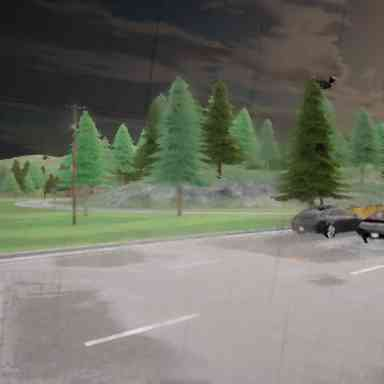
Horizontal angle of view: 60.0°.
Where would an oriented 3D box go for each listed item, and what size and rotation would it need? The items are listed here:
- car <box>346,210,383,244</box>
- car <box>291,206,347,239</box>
[{"bbox_3d":[9.255,1.501,14.628,4.902,1.511,2.128,0,0,-35],"label":"car"},{"bbox_3d":[7.284,1.515,17.518,4.892,1.490,1.837,0,0,-35],"label":"car"}]
